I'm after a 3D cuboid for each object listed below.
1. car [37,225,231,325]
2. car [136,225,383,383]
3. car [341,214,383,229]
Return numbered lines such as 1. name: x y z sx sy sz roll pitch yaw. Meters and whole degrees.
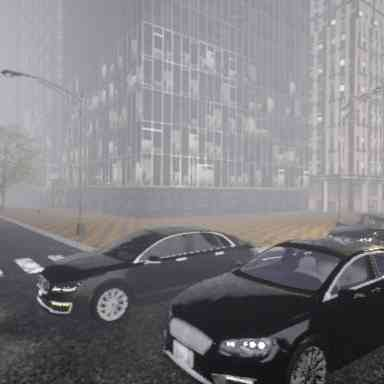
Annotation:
1. car: -0.665 1.520 7.214 4.892 1.490 1.837 1 0 -36
2. car: 1.896 1.522 5.047 4.902 1.511 2.128 1 0 -36
3. car: 7.107 1.611 12.782 4.902 1.511 2.128 1 0 -35
